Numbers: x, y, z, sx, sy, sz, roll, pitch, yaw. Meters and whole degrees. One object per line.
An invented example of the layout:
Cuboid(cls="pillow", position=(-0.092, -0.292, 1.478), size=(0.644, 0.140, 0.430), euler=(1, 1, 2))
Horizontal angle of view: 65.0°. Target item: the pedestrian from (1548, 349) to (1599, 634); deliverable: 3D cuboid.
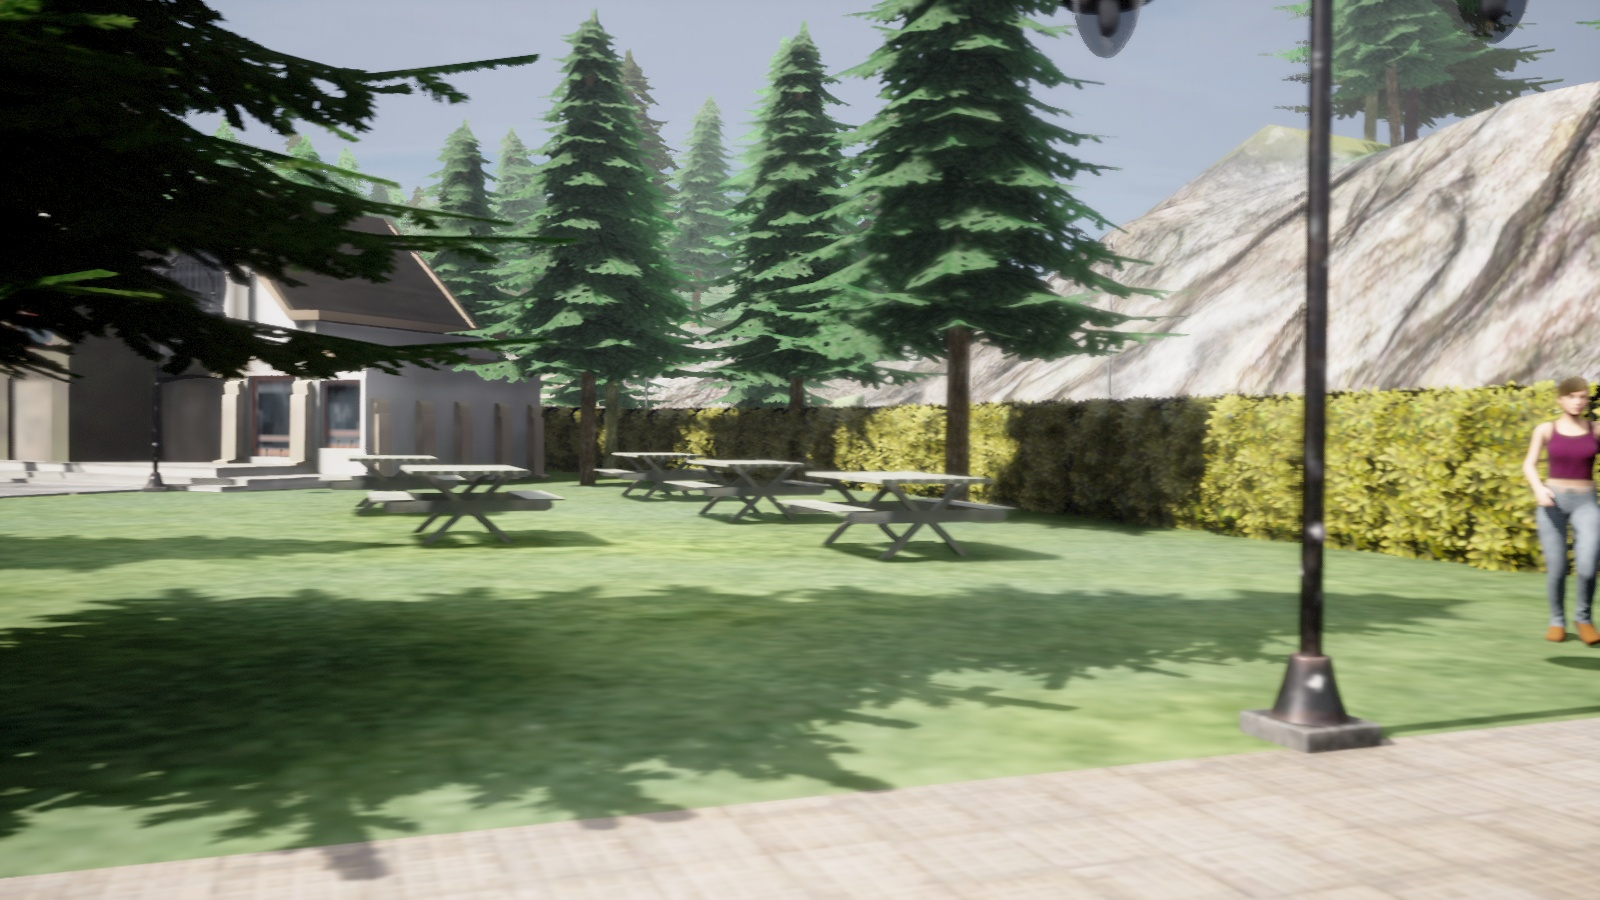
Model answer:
Cuboid(cls="pedestrian", position=(5.220, 0.261, 8.388), size=(0.345, 1.836, 0.594), euler=(0, 1, 28))
